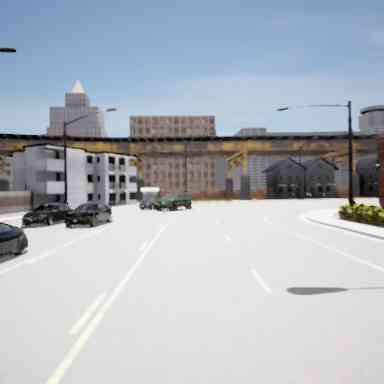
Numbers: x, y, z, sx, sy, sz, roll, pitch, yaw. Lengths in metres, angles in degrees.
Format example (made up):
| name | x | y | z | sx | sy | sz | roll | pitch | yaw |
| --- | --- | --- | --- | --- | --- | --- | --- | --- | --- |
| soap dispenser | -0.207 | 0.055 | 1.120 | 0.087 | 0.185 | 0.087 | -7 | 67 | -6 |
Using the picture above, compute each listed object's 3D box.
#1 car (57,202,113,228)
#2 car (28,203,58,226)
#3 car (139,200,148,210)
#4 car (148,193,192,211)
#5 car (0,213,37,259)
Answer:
| name | x | y | z | sx | sy | sz | roll | pitch | yaw |
| --- | --- | --- | --- | --- | --- | --- | --- | --- | --- |
| car | -6.992 | 1.509 | 22.889 | 1.882 | 1.535 | 5.008 | -1 | 0 | 4 |
| car | -10.382 | 1.589 | 24.324 | 1.837 | 1.490 | 4.892 | -1 | 1 | 5 |
| car | -4.527 | 1.434 | 41.201 | 1.837 | 1.490 | 4.892 | -1 | 0 | 34 |
| car | -2.105 | 1.104 | 38.476 | 2.150 | 2.045 | 5.566 | -1 | 0 | 33 |
| car | -7.147 | 1.648 | 10.807 | 1.994 | 1.385 | 4.181 | -1 | 0 | 1 |
